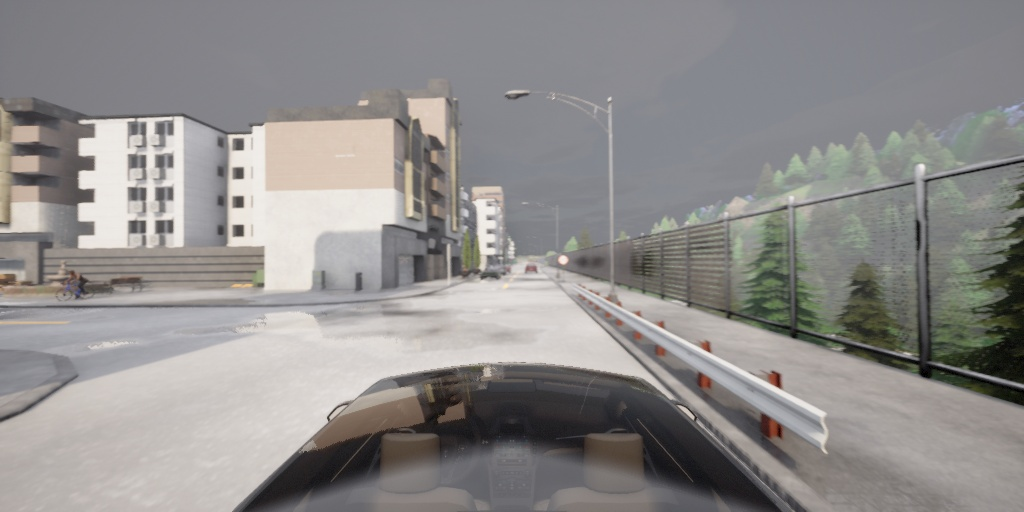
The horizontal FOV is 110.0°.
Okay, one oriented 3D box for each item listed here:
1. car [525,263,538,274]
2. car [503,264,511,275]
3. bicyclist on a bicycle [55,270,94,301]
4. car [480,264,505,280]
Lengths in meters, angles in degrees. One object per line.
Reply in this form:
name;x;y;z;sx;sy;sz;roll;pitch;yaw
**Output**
car;2.955;1.862;54.958;1.882;1.535;5.008;-1;-1;3
car;-1.663;1.823;46.772;2.128;1.511;4.902;-1;-1;3
bicyclist on a bicycle;-23.313;1.565;19.156;0.582;1.620;1.656;-1;0;3
car;-2.151;1.821;37.435;1.895;1.301;4.718;-1;-1;3
